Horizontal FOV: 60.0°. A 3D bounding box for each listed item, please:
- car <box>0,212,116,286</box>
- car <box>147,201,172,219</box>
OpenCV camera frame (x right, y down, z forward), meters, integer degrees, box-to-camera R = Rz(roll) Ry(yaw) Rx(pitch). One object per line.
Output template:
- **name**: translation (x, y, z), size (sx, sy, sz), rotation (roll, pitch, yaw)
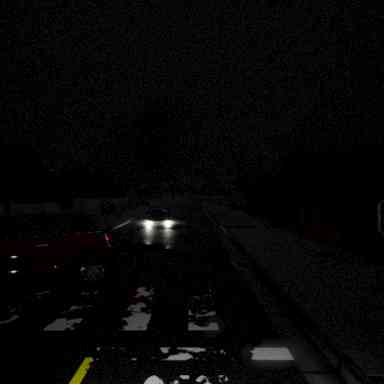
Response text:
- **car**: translation (-4.251, 1.313, 7.939), size (4.553, 1.767, 2.097), rotation (1, -4, -29)
- **car**: translation (-2.783, 1.508, 29.198), size (1.882, 1.535, 5.008), rotation (0, 0, 0)
